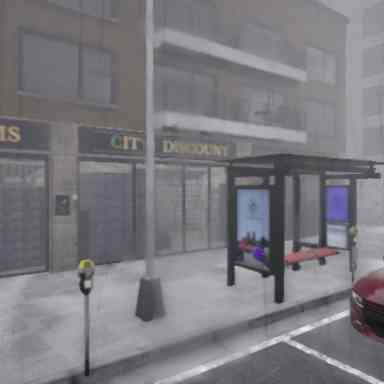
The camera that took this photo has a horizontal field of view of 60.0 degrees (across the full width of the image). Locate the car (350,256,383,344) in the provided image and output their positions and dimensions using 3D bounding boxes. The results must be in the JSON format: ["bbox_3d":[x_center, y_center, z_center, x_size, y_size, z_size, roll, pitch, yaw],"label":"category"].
[{"bbox_3d":[4.379,1.469,5.434,4.507,1.381,1.887,-1,1,-35],"label":"car"}]
